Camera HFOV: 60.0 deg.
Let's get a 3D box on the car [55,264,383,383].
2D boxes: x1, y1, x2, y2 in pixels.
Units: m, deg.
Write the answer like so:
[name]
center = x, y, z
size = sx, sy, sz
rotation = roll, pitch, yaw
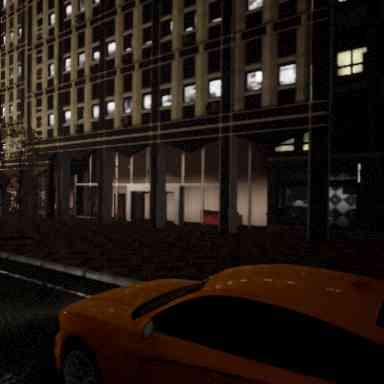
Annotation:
[car]
center = 0.705, 1.477, 3.182
size = 5.008, 1.535, 1.882
rotation = 0, 0, 36
